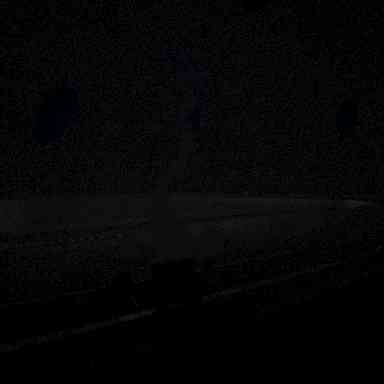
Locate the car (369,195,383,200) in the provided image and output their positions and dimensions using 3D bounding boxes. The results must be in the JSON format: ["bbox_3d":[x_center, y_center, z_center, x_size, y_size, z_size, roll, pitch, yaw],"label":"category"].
[{"bbox_3d":[42.861,1.416,78.107,1.895,1.301,4.718,-1,0,2],"label":"car"}]
